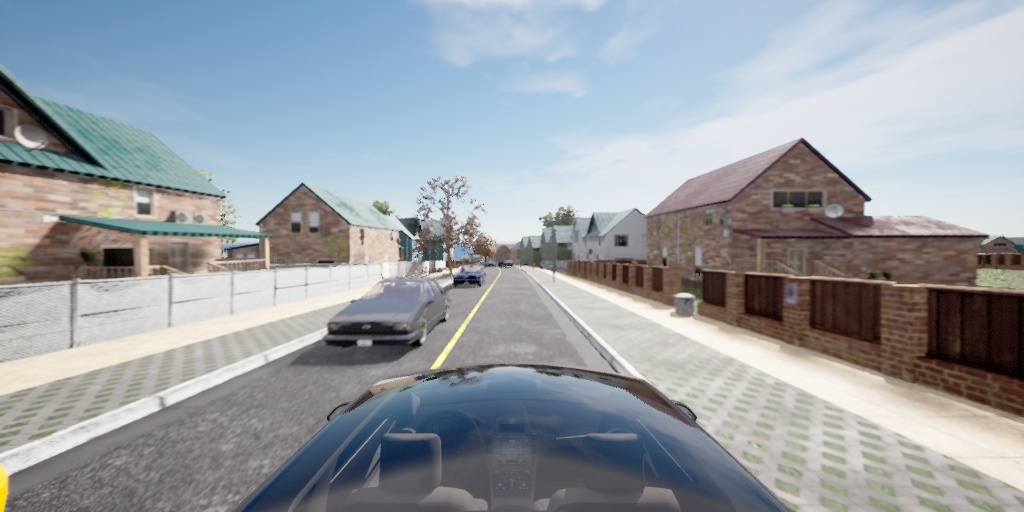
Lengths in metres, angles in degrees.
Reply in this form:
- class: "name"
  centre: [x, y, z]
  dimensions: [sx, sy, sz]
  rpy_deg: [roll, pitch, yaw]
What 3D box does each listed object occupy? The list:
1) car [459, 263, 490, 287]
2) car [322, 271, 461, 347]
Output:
- class: "car"
  centre: [-2.828, 1.385, 24.588]
  dimensions: [1.895, 1.301, 4.718]
  rpy_deg: [0, 0, 0]
- class: "car"
  centre: [-2.853, 1.299, 9.595]
  dimensions: [2.033, 1.411, 5.357]
  rpy_deg: [0, 0, 0]
